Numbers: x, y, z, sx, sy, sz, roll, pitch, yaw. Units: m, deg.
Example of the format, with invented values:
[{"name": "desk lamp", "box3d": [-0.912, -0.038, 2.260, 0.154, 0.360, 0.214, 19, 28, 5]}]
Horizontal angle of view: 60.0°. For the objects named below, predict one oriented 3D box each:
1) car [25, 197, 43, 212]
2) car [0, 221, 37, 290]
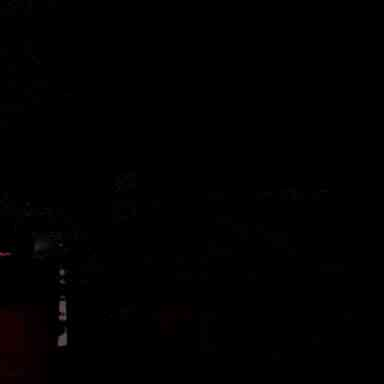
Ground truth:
[{"name": "car", "box3d": [-22.906, 1.800, 48.219, 2.150, 2.045, 5.566, 1, -1, -27]}, {"name": "car", "box3d": [-5.315, 1.524, 8.806, 2.128, 1.511, 4.902, 1, -1, -22]}]
